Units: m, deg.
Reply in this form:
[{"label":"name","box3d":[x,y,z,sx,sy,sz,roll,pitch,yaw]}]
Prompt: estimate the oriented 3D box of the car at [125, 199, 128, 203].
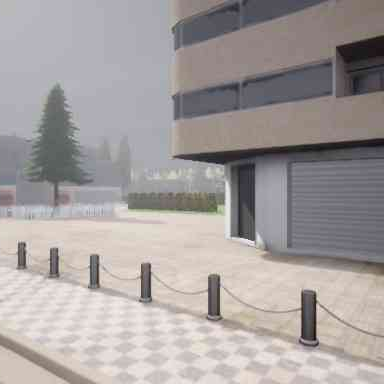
[{"label":"car","box3d":[-11.137,1.560,65.741,1.837,1.490,4.892,0,0,36]}]
